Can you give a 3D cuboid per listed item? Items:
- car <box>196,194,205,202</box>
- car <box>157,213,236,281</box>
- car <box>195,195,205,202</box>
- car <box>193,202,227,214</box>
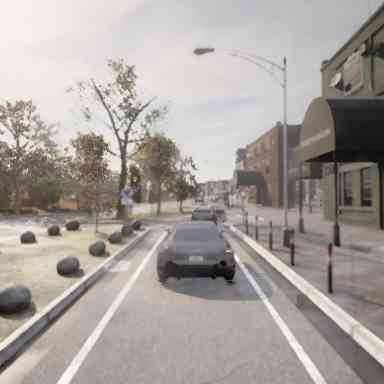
[{"bbox_3d":[2.289,1.710,91.710,2.150,2.045,5.566,0,0,5],"label":"car"},{"bbox_3d":[0.100,1.535,9.769,1.994,1.385,4.181,0,0,0],"label":"car"},{"bbox_3d":[1.614,1.994,77.603,1.837,1.490,4.892,0,0,2],"label":"car"},{"bbox_3d":[1.430,1.716,25.505,2.128,1.511,4.902,-1,-2,18],"label":"car"}]
